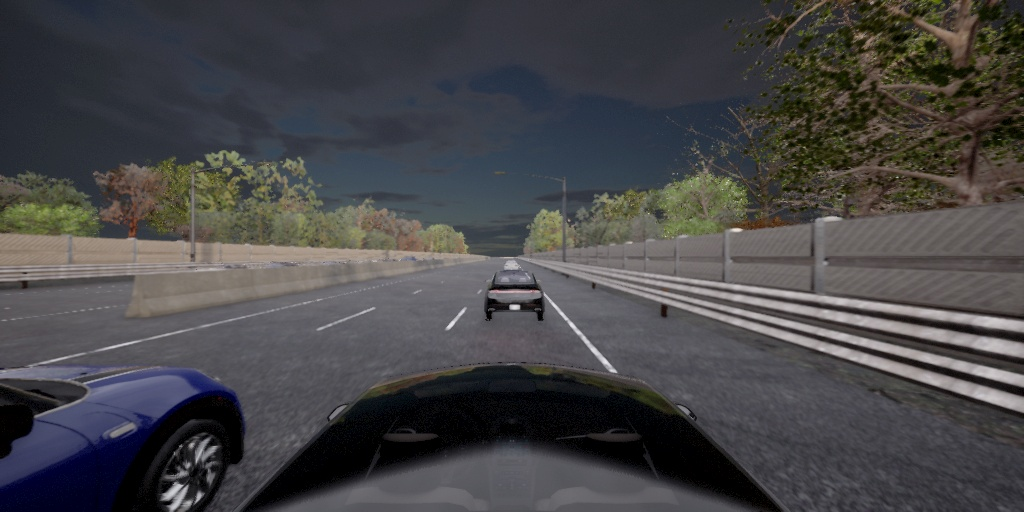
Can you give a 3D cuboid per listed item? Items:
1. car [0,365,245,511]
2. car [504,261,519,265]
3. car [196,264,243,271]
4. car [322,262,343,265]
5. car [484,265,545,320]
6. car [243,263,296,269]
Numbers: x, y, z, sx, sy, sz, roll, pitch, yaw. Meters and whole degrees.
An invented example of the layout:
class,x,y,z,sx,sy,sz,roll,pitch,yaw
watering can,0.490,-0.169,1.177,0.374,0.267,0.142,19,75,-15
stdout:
class,x,y,z,sx,sy,sz,roll,pitch,yaw
car,-3.407,1.103,1.277,2.097,1.767,4.553,0,0,0
car,-0.061,1.284,44.463,1.812,1.442,4.674,0,0,0
car,-24.700,1.360,31.122,1.895,1.301,4.718,0,0,0
car,-17.715,1.306,35.109,2.033,1.411,5.357,0,0,0
car,0.072,1.244,12.621,2.128,1.511,4.902,0,0,0
car,-21.205,1.306,32.574,2.033,1.411,5.357,0,0,0
